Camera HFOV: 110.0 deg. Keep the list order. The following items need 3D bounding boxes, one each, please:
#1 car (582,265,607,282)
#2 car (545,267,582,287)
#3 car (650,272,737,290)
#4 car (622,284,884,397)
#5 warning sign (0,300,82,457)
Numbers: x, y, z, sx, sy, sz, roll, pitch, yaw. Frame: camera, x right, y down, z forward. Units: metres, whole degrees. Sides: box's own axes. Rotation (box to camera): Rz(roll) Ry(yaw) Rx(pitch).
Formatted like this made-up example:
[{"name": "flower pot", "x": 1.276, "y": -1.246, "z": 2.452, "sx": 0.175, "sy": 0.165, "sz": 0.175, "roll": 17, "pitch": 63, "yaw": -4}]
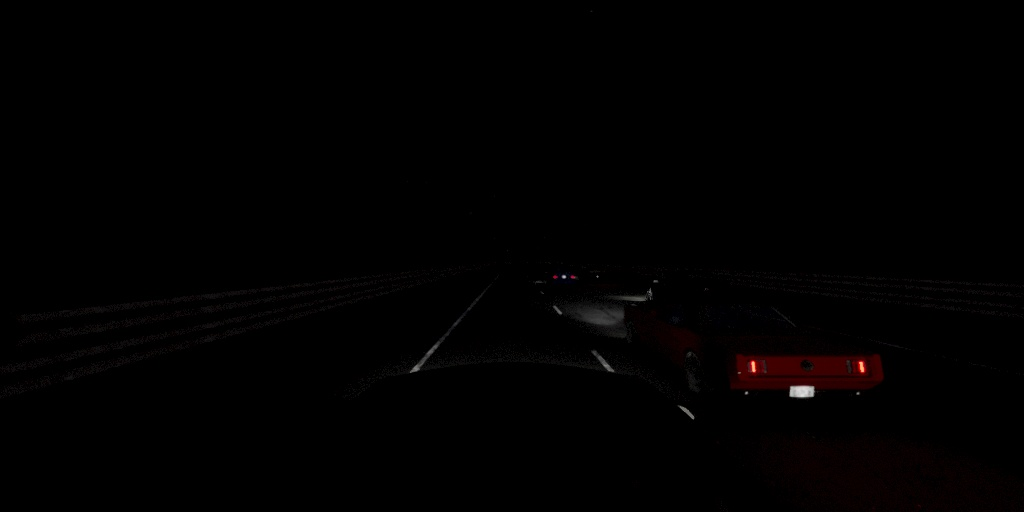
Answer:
[{"name": "car", "x": 7.193, "y": 1.540, "z": 32.466, "sx": 2.128, "sy": 1.511, "sz": 4.902, "roll": 0, "pitch": -1, "yaw": 0}, {"name": "car", "x": 3.674, "y": 1.549, "z": 27.638, "sx": 2.033, "sy": 1.411, "sz": 5.357, "roll": 0, "pitch": -1, "yaw": 0}, {"name": "car", "x": 7.133, "y": 1.381, "z": 14.708, "sx": 1.837, "sy": 1.490, "sz": 4.892, "roll": 0, "pitch": -1, "yaw": 0}, {"name": "car", "x": 3.584, "y": 1.399, "z": 6.628, "sx": 1.895, "sy": 1.301, "sz": 4.718, "roll": 0, "pitch": -1, "yaw": 0}, {"name": "warning sign", "x": -4.550, "y": 0.877, "z": 2.910, "sx": 1.300, "sy": 1.860, "sz": 1.060, "roll": 0, "pitch": 0, "yaw": 0}]
